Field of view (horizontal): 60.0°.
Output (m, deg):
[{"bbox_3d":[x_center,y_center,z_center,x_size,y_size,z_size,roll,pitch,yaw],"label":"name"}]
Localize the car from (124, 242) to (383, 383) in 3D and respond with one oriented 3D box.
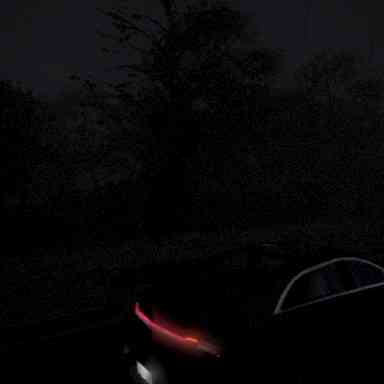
[{"bbox_3d":[1.525,1.456,4.526,4.902,1.511,2.128,-1,0,-35],"label":"car"}]
